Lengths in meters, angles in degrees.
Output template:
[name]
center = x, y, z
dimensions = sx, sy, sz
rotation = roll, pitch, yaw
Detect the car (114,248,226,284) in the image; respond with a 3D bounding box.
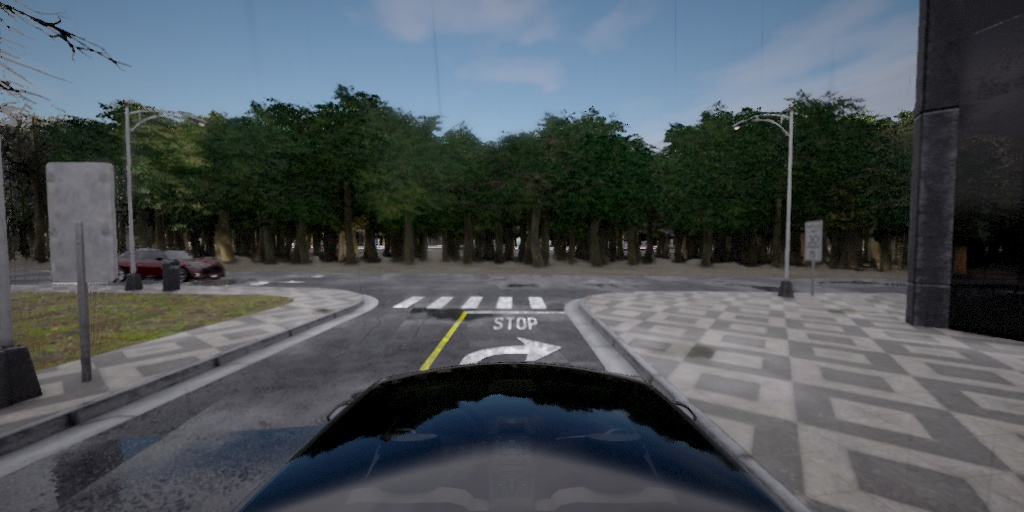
[car]
center = -17.338, 0.414, 18.200
dimensions = 4.553, 1.767, 2.097
rotation = 1, 2, 0
